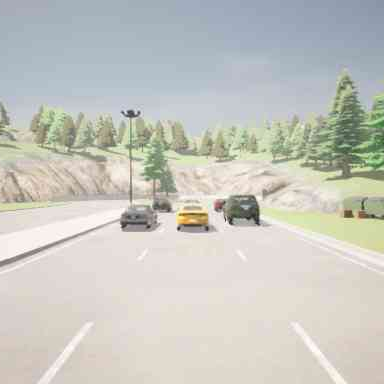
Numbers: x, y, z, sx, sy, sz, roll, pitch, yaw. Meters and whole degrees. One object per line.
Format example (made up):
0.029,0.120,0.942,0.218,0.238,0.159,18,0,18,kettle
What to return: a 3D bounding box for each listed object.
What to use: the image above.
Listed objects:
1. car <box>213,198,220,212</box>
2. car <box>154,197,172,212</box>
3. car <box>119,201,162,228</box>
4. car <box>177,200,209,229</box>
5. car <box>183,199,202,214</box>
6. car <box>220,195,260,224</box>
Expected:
3.579,1.478,39.431,1.882,1.535,5.008,0,0,0,car
-3.425,1.352,38.552,2.097,1.767,4.553,0,0,0,car
-3.435,1.548,22.087,2.033,1.411,5.357,0,0,0,car
0.062,1.477,21.449,1.882,1.535,5.008,0,0,0,car
0.066,1.547,36.756,2.033,1.411,5.357,0,0,0,car
3.581,1.217,24.650,2.150,2.045,5.566,0,-1,0,car
